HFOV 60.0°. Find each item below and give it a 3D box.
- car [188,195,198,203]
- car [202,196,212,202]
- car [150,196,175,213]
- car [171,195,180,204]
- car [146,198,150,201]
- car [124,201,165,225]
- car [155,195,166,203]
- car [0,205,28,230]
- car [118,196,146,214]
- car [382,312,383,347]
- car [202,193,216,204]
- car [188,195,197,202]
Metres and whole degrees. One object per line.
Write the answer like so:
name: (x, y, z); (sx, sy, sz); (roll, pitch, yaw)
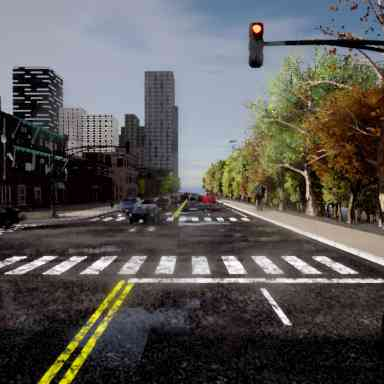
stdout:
car: (0.196, 1.466, 66.188); (2.128, 1.511, 4.902); (0, 0, 0)
car: (3.361, 1.522, 75.874); (1.994, 1.385, 4.181); (0, 0, 0)
car: (-3.296, 1.492, 37.569); (1.837, 1.490, 4.892); (0, 0, 0)
car: (-3.229, 1.328, 61.031); (2.097, 1.767, 4.553); (0, 0, 0)
car: (-6.519, 1.546, 51.802); (1.994, 1.385, 4.181); (0, 0, 0)
car: (-3.316, 1.595, 23.951); (1.895, 1.301, 4.718); (0, 0, 0)
car: (-6.402, 1.475, 68.632); (1.882, 1.535, 5.008); (0, 0, 0)
car: (-12.893, 1.584, 20.594); (4.902, 1.511, 2.128); (-2, 1, -16)
car: (-6.548, 1.341, 35.779); (2.097, 1.767, 4.553); (0, 0, 0)
car: (3.355, 1.491, 2.342); (2.128, 1.511, 4.902); (0, 0, 0)
car: (3.441, 1.196, 65.290); (2.150, 2.045, 5.566); (0, 0, 1)
car: (0.115, 1.446, 76.495); (1.882, 1.535, 5.008); (0, 0, 0)
